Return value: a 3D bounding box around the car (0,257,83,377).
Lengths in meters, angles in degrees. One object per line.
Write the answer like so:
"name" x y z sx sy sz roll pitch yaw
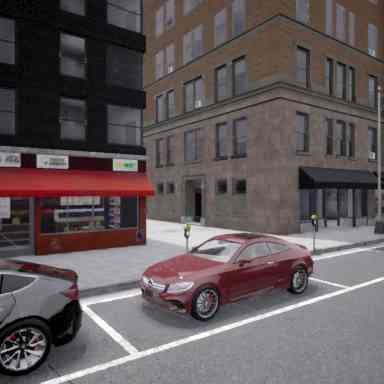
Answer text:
"car" -3.550 1.566 4.003 4.313 1.339 1.947 0 0 -35

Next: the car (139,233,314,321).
"car" 0.931 1.582 7.195 4.206 1.307 1.802 0 0 -35
